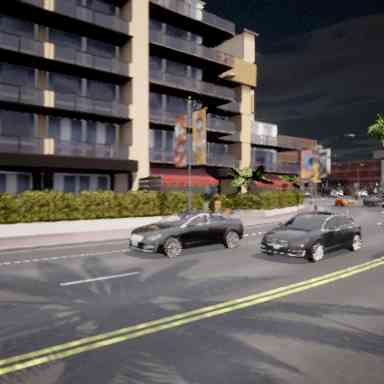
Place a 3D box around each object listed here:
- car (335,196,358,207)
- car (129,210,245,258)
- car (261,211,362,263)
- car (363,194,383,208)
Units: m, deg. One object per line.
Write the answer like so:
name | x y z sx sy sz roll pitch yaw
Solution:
car | 23.044 1.341 49.759 2.097 1.767 4.553 0 0 7
car | -0.046 1.489 12.876 4.902 1.511 2.128 0 0 -39
car | 4.497 1.502 12.129 4.892 1.490 1.837 0 0 -41
car | 26.376 1.492 48.240 1.837 1.490 4.892 1 0 10
